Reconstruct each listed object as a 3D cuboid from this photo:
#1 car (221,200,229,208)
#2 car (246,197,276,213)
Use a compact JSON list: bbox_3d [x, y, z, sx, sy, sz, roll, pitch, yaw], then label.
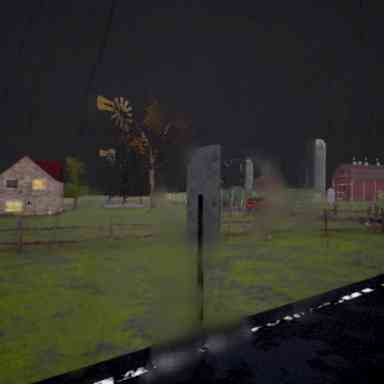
[{"bbox_3d":[5.160,2.216,60.695,2.128,1.511,4.902,1,-1,-15],"label":"car"},{"bbox_3d":[9.255,1.690,45.267,2.150,2.045,5.566,1,-1,-16],"label":"car"}]
